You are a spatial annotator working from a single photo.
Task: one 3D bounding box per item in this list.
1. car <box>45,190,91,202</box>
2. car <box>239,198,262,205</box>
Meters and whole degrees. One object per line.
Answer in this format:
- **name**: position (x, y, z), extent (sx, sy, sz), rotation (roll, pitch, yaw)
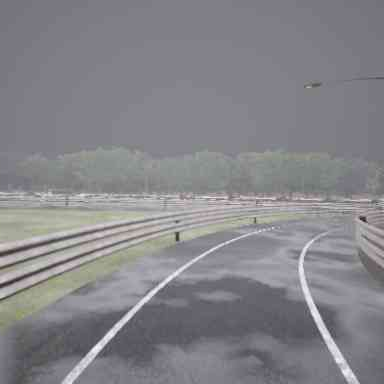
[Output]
- **car**: position (-15.440, 0.712, 41.717), extent (5.566, 2.045, 2.150), rotation (1, 0, -8)
- **car**: position (8.094, 1.482, 44.635), extent (5.008, 1.535, 1.882), rotation (1, 0, -7)
